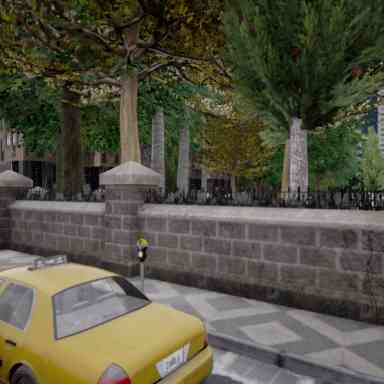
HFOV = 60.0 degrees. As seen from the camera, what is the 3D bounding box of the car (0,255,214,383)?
[{"bbox_3d":[-2.052,1.525,4.419,4.829,1.417,1.752,0,0,35],"label":"car"}]
